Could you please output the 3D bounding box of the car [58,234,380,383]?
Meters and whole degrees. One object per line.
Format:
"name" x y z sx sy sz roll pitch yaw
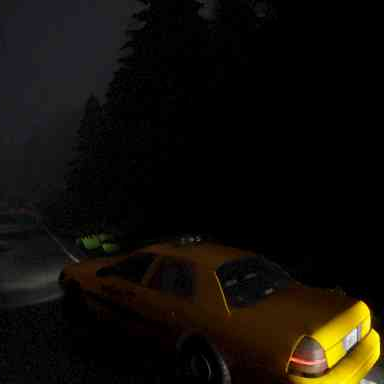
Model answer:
"car" -0.245 1.417 5.102 5.366 1.575 1.801 1 1 45

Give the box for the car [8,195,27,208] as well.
"car" -21.027 1.057 40.135 2.128 1.511 4.902 -2 2 -26
